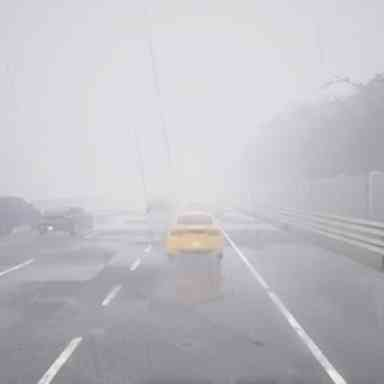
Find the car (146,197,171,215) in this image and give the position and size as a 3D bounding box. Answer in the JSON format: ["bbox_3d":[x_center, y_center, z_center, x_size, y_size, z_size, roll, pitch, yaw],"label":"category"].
[{"bbox_3d":[-3.389,1.331,34.318,2.097,1.767,4.553,0,0,0],"label":"car"}]

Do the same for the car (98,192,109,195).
[{"bbox_3d":[-20.421,0.695,76.893,2.033,1.411,5.357,0,1,1],"label":"car"}]

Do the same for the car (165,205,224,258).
[{"bbox_3d":[0.115,1.483,12.869,1.882,1.535,5.008,0,0,0],"label":"car"}]

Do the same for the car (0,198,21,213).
[{"bbox_3d":[-20.958,1.451,36.192,2.128,1.511,4.902,0,0,1],"label":"car"}]

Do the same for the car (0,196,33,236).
[{"bbox_3d":[-10.369,1.227,18.392,2.150,2.045,5.566,0,0,0],"label":"car"}]

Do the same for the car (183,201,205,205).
[{"bbox_3d":[0.191,1.522,30.922,1.812,1.442,4.674,0,0,0],"label":"car"}]

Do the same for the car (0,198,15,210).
[{"bbox_3d":[-24.406,1.467,41.935,1.994,1.385,4.181,0,1,1],"label":"car"}]

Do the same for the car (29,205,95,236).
[{"bbox_3d":[-6.868,1.511,18.583,1.837,1.490,4.892,0,0,0],"label":"car"}]
